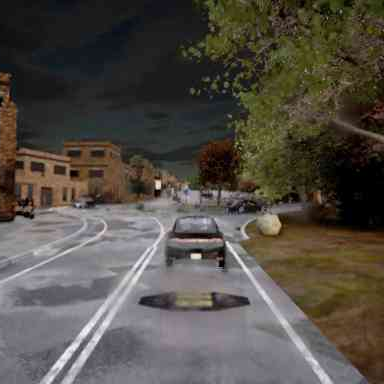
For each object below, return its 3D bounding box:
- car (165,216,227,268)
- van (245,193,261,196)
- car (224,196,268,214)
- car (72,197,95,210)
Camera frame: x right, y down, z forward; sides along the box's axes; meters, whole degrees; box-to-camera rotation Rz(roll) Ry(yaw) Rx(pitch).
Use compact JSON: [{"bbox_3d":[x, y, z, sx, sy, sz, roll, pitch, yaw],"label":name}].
[{"bbox_3d":[0.121,1.575,11.628,2.128,1.511,4.902,0,0,0],"label":"car"},{"bbox_3d":[18.078,1.680,93.649,4.442,1.987,1.878,0,1,1],"label":"van"},{"bbox_3d":[5.592,1.439,34.244,4.892,1.490,1.837,-1,0,-30],"label":"car"},{"bbox_3d":[-14.290,1.483,43.946,2.128,1.511,4.902,0,0,-1],"label":"car"}]
